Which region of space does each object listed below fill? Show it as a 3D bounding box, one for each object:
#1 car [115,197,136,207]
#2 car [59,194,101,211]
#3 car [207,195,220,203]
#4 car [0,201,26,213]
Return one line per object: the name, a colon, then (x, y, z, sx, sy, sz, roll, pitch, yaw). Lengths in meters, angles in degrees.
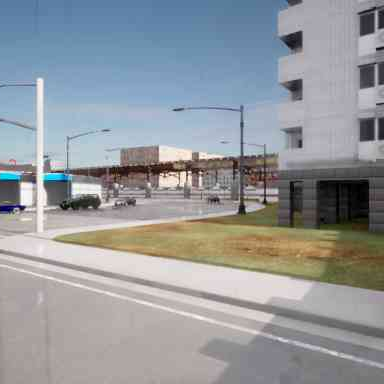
car: (-10.277, 1.491, 51.629, 2.128, 1.511, 4.902, 0, 0, 14)
car: (-14.042, 1.221, 42.216, 2.150, 2.045, 5.566, 0, 0, 29)
car: (4.434, 1.502, 69.669, 1.837, 1.490, 4.892, 0, 0, -12)
car: (-19.678, 1.601, 33.896, 1.895, 1.301, 4.718, 0, 0, 37)
